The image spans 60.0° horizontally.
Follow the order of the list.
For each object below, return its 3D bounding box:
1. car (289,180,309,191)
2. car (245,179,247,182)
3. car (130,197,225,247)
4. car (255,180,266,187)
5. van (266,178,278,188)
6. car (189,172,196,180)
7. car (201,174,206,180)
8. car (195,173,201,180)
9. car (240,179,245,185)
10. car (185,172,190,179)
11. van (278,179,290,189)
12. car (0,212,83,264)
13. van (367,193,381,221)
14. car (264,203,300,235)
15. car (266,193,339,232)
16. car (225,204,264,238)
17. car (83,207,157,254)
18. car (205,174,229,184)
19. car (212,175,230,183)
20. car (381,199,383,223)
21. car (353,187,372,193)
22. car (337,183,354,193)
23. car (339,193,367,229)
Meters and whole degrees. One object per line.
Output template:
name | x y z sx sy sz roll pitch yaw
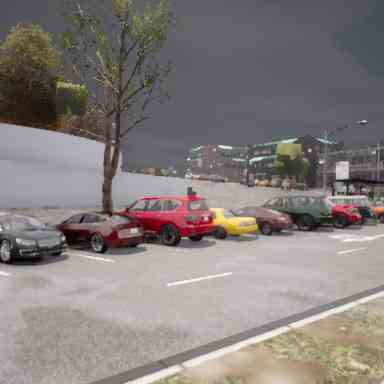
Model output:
car | 21.190 -0.995 64.077 2.231 1.521 4.892 7 3 35
car | 14.298 -2.047 73.963 2.002 1.452 4.674 7 4 35
car | -1.622 1.245 15.392 5.566 2.045 2.435 -1 -1 35
car | 16.129 -1.815 71.642 1.946 1.575 5.366 7 3 35
van | 17.702 -1.767 68.911 1.878 1.987 4.442 7 4 35
car | 2.078 -4.090 91.133 2.185 1.767 4.553 4 1 33
car | 5.601 -3.703 86.197 2.435 2.045 5.566 7 3 34
car | 3.808 -3.855 88.663 2.185 1.767 4.553 6 3 34
car | 12.556 -2.321 76.426 2.002 1.452 4.674 7 3 35
car | 0.307 -4.367 93.481 2.435 2.045 5.566 1 -1 34
van | 19.431 -1.494 66.439 1.878 1.987 4.442 7 4 35
car | -6.488 1.490 11.902 4.892 1.521 2.231 -1 -1 35
van | 10.785 1.294 23.977 4.442 1.987 1.878 -1 -1 35
car | 3.304 1.545 18.846 4.674 1.452 2.002 -1 -1 35
car | 5.732 1.259 20.604 5.566 2.045 2.435 -1 -1 35
car | 0.698 1.500 17.219 5.366 1.575 1.946 -1 -1 35
car | -4.068 1.521 13.648 4.792 1.488 2.163 -1 -1 35
car | 5.470 -2.601 70.853 1.994 1.385 4.181 2 4 -36
car | 7.452 -3.180 83.937 1.946 1.575 5.366 7 3 34
car | 13.194 1.401 25.727 4.553 1.767 2.185 -1 -1 35
car | 28.090 0.134 54.218 2.002 1.452 4.674 7 3 35
car | 26.399 -0.429 56.690 2.435 2.045 5.566 7 3 35
car | 8.246 1.264 22.308 5.566 2.045 2.435 -1 -1 35
